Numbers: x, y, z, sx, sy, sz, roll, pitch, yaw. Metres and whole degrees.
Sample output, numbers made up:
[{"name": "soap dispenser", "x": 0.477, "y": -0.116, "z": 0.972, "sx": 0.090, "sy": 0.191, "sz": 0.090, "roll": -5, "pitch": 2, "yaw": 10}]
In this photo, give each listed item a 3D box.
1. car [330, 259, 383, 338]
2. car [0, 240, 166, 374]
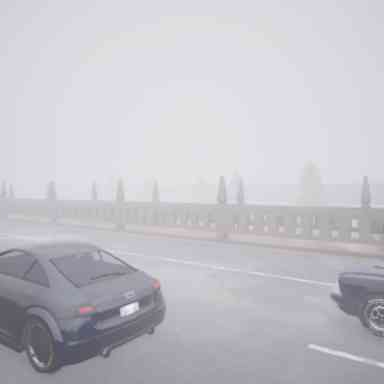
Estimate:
[{"name": "car", "x": 4.650, "y": 1.586, "z": 4.872, "sx": 4.718, "sy": 1.301, "sz": 1.895, "roll": 0, "pitch": 0, "yaw": 36}, {"name": "car", "x": -2.471, "y": 1.532, "z": 5.627, "sx": 4.181, "sy": 1.385, "sz": 1.994, "roll": 0, "pitch": 0, "yaw": 35}]
